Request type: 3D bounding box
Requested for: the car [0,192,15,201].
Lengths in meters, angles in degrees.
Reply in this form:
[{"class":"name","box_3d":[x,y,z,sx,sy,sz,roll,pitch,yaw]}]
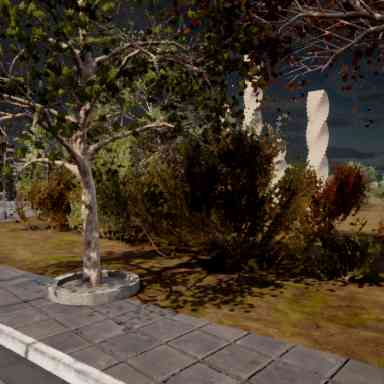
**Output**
[{"class":"car","box_3d":[-32.304,0.844,57.712,1.837,1.490,4.892,3,-1,-2]}]
